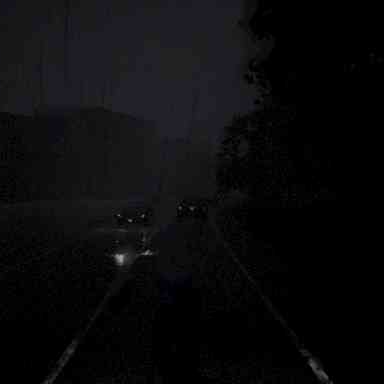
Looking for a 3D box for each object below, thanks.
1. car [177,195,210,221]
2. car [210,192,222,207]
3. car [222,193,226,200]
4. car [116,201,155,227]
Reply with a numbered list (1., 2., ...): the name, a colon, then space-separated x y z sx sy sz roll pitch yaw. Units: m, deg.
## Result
1. car: 0.100 1.127 24.561 2.097 1.767 4.553 0 1 3
2. car: 2.289 1.058 41.744 1.882 1.535 5.008 1 1 11
3. car: 4.967 0.681 63.036 2.097 1.767 4.553 2 1 22
4. car: -3.470 1.327 21.345 1.812 1.442 4.674 0 1 2
